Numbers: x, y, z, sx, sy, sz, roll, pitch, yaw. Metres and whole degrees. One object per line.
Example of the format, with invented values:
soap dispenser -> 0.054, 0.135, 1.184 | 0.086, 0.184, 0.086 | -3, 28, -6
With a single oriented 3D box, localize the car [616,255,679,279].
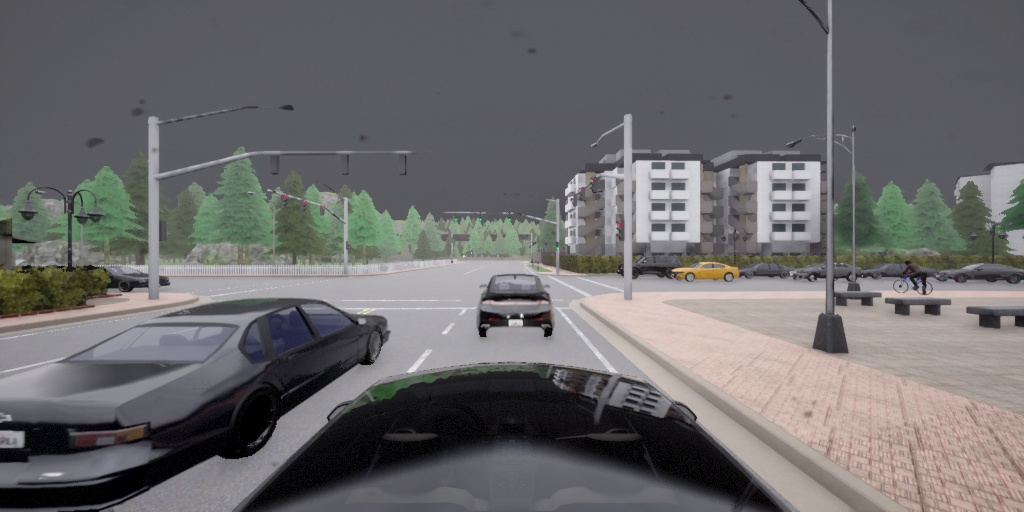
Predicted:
car -> 12.217, 0.971, 31.964 | 5.566, 2.045, 2.150 | 0, 0, -2

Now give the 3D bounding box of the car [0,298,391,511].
car -> -3.441, 1.298, 4.957 | 2.033, 1.411, 5.357 | 0, 0, 1

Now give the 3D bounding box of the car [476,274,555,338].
car -> 0.087, 1.242, 10.223 | 2.128, 1.511, 4.902 | 0, 0, 0

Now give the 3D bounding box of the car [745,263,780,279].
car -> 22.462, 1.297, 32.172 | 5.357, 1.411, 2.033 | 0, 0, 1

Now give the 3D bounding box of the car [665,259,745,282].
car -> 15.299, 1.228, 28.556 | 5.008, 1.535, 1.882 | 0, 0, -2

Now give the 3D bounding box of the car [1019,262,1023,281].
car -> 43.160, 1.228, 27.265 | 5.008, 1.535, 1.882 | 0, 0, 26

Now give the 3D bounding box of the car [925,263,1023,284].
car -> 34.773, 1.276, 26.717 | 4.674, 1.442, 1.812 | 0, 0, 17

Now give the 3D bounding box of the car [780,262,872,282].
car -> 24.793, 1.242, 28.477 | 4.902, 1.511, 2.128 | 0, 0, 4

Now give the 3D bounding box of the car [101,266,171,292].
car -> -22.973, 1.297, 20.521 | 5.357, 1.411, 2.033 | 0, 0, -1

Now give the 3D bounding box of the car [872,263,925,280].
car -> 32.841, 1.297, 30.954 | 5.357, 1.411, 2.033 | 0, 0, 13

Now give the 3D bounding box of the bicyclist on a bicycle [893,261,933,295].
bicyclist on a bicycle -> 19.392, 1.051, 17.382 | 0.582, 1.620, 1.656 | 0, 0, -3
